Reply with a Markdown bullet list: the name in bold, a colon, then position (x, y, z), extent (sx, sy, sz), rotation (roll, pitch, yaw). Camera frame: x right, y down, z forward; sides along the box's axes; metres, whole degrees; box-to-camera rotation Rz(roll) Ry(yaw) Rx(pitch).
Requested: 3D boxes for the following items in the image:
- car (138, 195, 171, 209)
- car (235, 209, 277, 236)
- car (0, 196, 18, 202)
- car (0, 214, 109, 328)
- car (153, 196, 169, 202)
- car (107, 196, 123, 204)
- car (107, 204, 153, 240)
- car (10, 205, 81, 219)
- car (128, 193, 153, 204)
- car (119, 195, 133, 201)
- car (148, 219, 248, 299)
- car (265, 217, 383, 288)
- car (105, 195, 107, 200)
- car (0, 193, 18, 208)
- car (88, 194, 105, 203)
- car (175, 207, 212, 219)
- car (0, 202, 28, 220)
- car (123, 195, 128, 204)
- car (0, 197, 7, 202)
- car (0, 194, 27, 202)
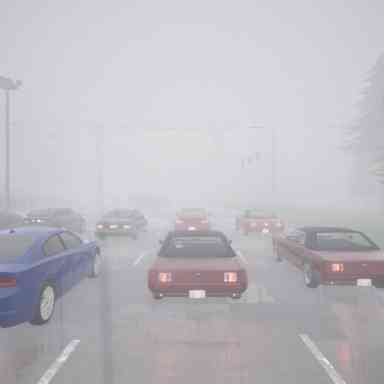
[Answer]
- **car**: position (-4.734, 1.491, 45.360), extent (2.128, 1.511, 4.902), rotation (0, 0, 28)
- **car**: position (3.542, 1.601, 18.336), extent (1.895, 1.301, 4.718), rotation (0, 0, -1)
- **car**: position (-22.940, 1.504, 37.679), extent (4.892, 1.490, 1.837), rotation (0, 0, -2)
- **car**: position (-3.407, 1.478, 7.118), extent (1.882, 1.535, 5.008), rotation (0, 0, 0)
- **car**: position (-6.913, 1.540, 74.336), extent (2.033, 1.411, 5.357), rotation (0, 0, -23)
- **car**: position (-15.070, 1.491, 65.868), extent (2.128, 1.511, 4.902), rotation (0, 0, -17)
- **car**: position (-3.429, 1.547, 16.928), extent (2.033, 1.411, 5.357), rotation (0, 0, 0)
- **car**: position (-6.935, 1.505, 16.975), extent (1.837, 1.490, 4.892), rotation (0, 0, 0)
- **car**: position (-6.741, 1.221, 49.337), extent (2.150, 2.045, 5.566), rotation (1, 0, 20)
- **car**: position (-17.120, 1.552, 86.175), extent (1.994, 1.385, 4.181), rotation (0, 0, -37)
- **car**: position (0.091, 1.601, 8.376), extent (1.895, 1.301, 4.718), rotation (0, 0, 0)
- **car**: position (3.592, 1.601, 9.168), extent (1.895, 1.301, 4.718), rotation (0, 0, 0)
- **car**: position (-23.415, 1.540, 88.269), extent (2.033, 1.411, 5.357), rotation (0, 0, -44)
- **car**: position (-28.514, 1.221, 48.063), extent (5.566, 2.045, 2.150), rotation (0, 0, -1)
- **car**: position (-19.875, 1.525, 69.063), extent (1.812, 1.442, 4.674), rotation (0, 0, -23)
- **car**: position (0.053, 1.526, 17.479), extent (1.812, 1.442, 4.674), rotation (0, 0, 1)
- **car**: position (-10.436, 1.491, 16.959), extent (2.128, 1.511, 4.902), rotation (0, 0, 0)
- **car**: position (-9.249, 1.223, 55.099), extent (2.150, 2.045, 5.566), rotation (2, 0, 1)
- **car**: position (-22.181, 1.526, 34.220), extent (4.674, 1.442, 1.812), rotation (0, 0, -2)
- **car**: position (-25.144, 1.223, 44.669), extent (5.566, 2.045, 2.150), rotation (0, 0, -2)
